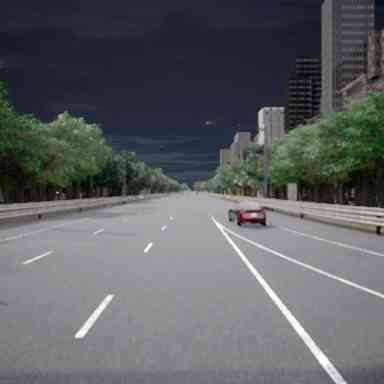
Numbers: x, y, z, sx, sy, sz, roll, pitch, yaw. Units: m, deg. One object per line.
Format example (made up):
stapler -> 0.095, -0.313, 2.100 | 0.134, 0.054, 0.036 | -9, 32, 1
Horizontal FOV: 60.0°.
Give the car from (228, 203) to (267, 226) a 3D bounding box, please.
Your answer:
car -> 3.720, 1.467, 22.967 | 2.163, 1.488, 4.792 | 0, 0, -3
